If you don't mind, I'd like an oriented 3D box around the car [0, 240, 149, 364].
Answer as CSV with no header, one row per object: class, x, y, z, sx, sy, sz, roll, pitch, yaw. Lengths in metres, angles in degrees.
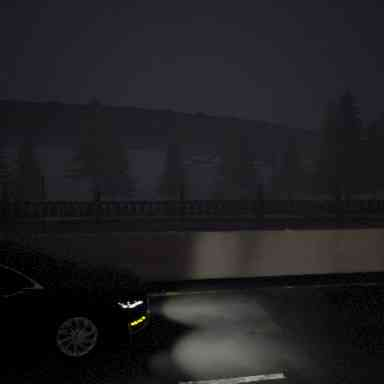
car,-3.103,1.502,4.951,4.892,1.490,1.837,0,0,-10
